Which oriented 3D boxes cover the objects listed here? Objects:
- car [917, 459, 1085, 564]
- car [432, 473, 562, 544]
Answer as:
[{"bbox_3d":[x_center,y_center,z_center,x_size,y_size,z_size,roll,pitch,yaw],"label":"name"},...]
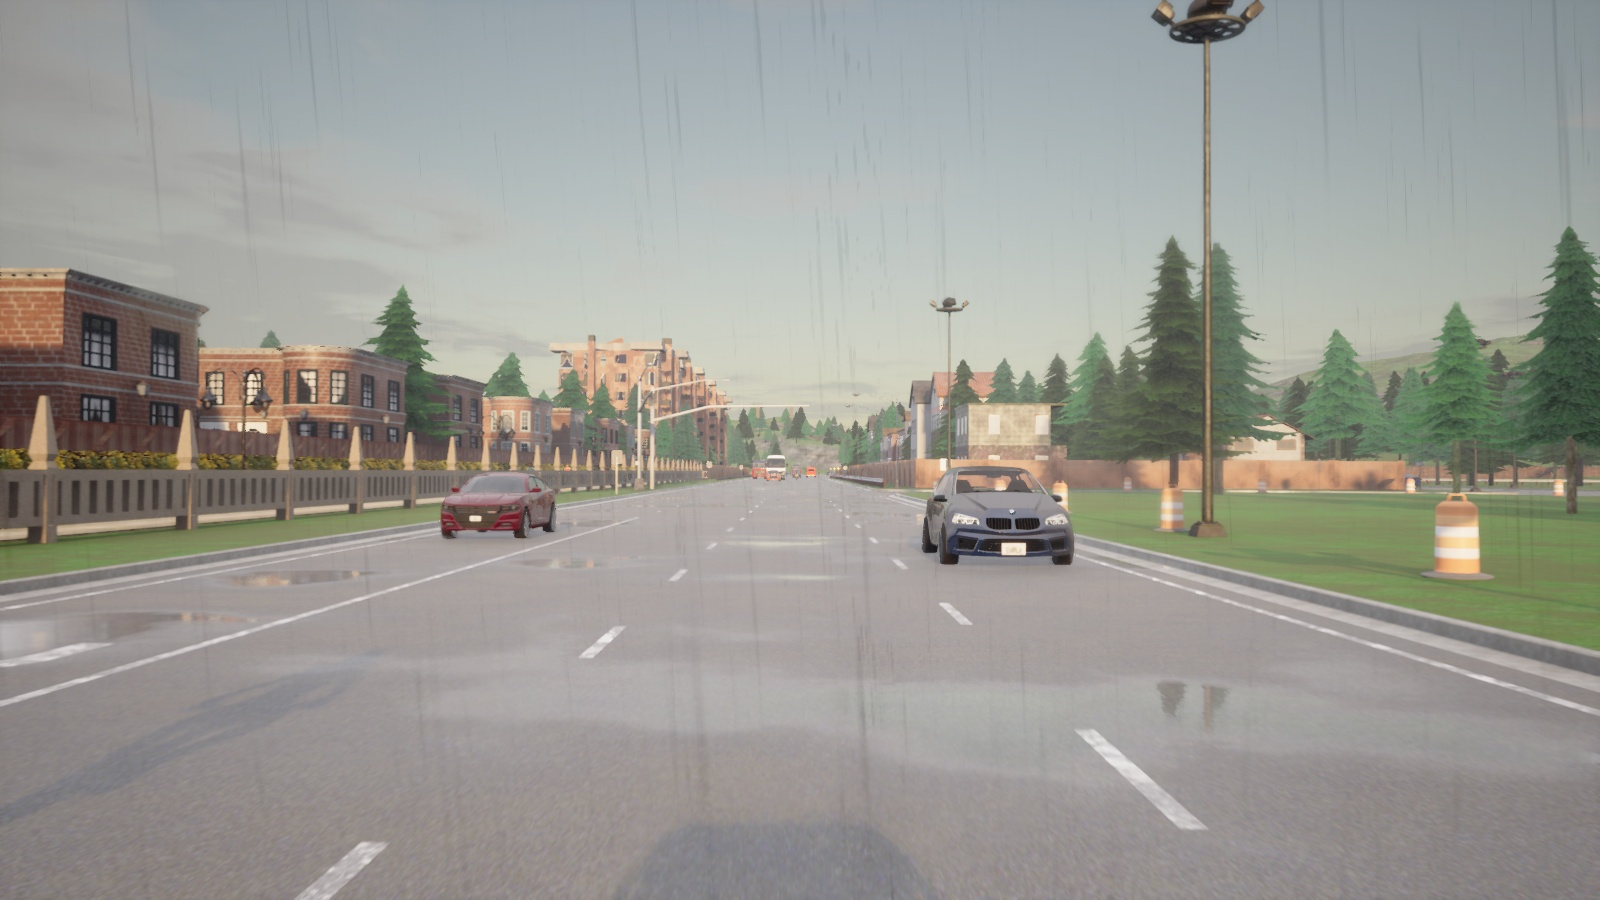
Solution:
[{"bbox_3d":[3.445,1.021,22.463,2.242,1.667,4.611,0,-1,0],"label":"car"},{"bbox_3d":[-7.072,1.320,29.847,1.882,1.535,5.008,0,-1,0],"label":"car"}]
